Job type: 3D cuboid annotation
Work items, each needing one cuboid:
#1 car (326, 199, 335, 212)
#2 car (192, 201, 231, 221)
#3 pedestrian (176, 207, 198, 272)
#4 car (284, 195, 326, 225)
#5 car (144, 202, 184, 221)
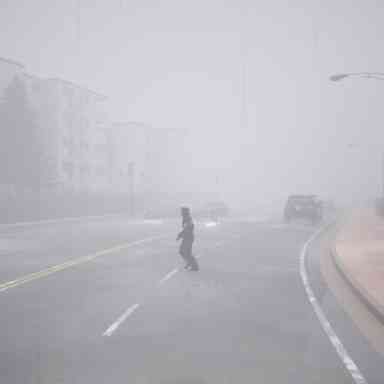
[{"bbox_3d":[15.310,1.491,38.291,2.128,1.511,4.902,0,0,27],"label":"car"},{"bbox_3d":[1.717,1.505,27.567,1.837,1.490,4.892,0,0,27],"label":"car"},{"bbox_3d":[-0.135,1.294,9.330,0.375,1.860,0.375,0,0,15],"label":"pedestrian"},{"bbox_3d":[8.327,1.221,24.639,2.150,2.045,5.566,0,0,27],"label":"car"},{"bbox_3d":[-2.201,1.564,27.600,1.994,1.385,4.181,0,0,27],"label":"car"}]
